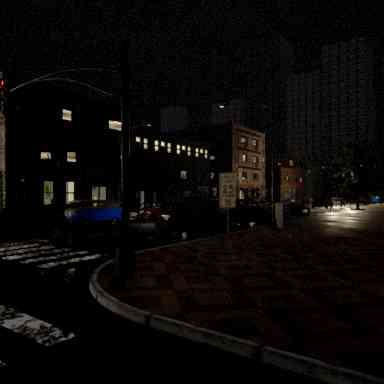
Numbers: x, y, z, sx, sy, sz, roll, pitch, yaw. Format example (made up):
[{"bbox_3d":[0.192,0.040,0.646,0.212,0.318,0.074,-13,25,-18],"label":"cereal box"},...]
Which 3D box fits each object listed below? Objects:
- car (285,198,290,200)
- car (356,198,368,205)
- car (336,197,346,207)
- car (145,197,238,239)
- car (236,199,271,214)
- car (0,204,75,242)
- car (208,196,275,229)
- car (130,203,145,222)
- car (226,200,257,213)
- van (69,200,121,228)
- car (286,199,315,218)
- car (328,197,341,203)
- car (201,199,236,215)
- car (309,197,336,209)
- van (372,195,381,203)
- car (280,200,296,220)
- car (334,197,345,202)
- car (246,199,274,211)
[{"bbox_3d":[15.567,1.742,54.027,1.752,1.417,4.829,-1,-1,35],"label":"car"},{"bbox_3d":[32.083,1.801,62.853,2.008,1.369,4.403,-1,-1,35],"label":"car"},{"bbox_3d":[25.373,1.829,57.851,1.895,1.301,4.718,0,0,36],"label":"car"},{"bbox_3d":[0.166,1.350,17.767,2.192,1.841,5.009,-1,-1,35],"label":"car"},{"bbox_3d":[7.016,1.608,37.443,1.882,1.535,5.008,0,-1,36],"label":"car"},{"bbox_3d":[-8.184,1.516,15.317,1.882,1.535,5.008,-1,-1,30],"label":"car"},{"bbox_3d":[3.357,1.368,22.276,2.192,1.841,5.009,-1,-1,35],"label":"car"},{"bbox_3d":[-3.484,1.531,27.114,1.967,1.590,4.097,-1,-1,35],"label":"car"},{"bbox_3d":[6.091,1.701,40.640,2.008,1.369,4.403,-1,-1,35],"label":"car"},{"bbox_3d":[-6.675,1.414,22.607,1.690,1.788,3.998,-1,0,35],"label":"van"},{"bbox_3d":[9.742,1.657,31.292,1.947,1.339,4.313,-1,-1,35],"label":"car"},{"bbox_3d":[34.816,1.915,81.219,2.008,1.369,4.403,-1,-1,35],"label":"car"},{"bbox_3d":[2.900,1.570,36.133,1.967,1.590,4.097,-1,-1,35],"label":"car"},{"bbox_3d":[19.505,1.537,49.560,2.097,1.767,4.553,0,0,35],"label":"car"},{"bbox_3d":[44.848,1.694,80.891,1.690,1.788,3.998,-1,-1,35],"label":"van"},{"bbox_3d":[6.550,1.616,26.783,1.887,1.381,4.507,-1,-1,35],"label":"car"},{"bbox_3d":[38.007,1.936,85.728,1.887,1.381,4.507,-1,-1,35],"label":"car"},{"bbox_3d":[9.283,1.723,45.149,2.008,1.369,4.403,-1,-1,35],"label":"car"}]
